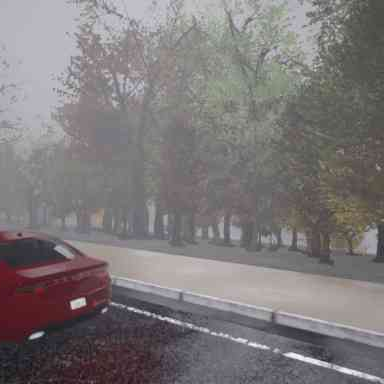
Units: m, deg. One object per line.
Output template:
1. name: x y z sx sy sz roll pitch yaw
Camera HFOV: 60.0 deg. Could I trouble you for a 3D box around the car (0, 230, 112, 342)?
1. car: -3.689 1.475 6.291 5.008 1.535 1.882 0 0 35
